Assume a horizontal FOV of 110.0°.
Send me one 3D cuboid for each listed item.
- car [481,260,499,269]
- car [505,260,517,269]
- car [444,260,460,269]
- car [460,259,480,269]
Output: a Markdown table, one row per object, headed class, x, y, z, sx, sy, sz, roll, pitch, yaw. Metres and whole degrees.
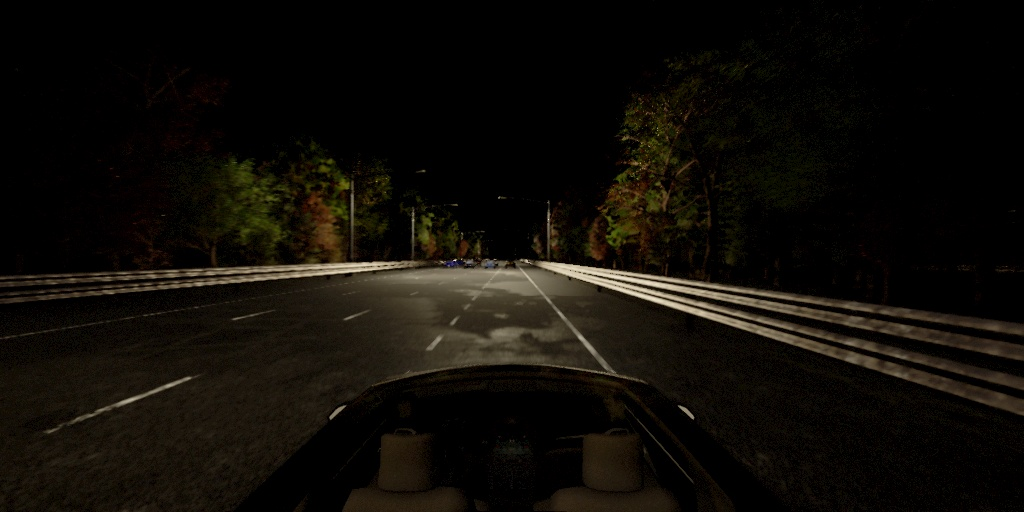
| class | x | y | z | sx | sy | sz | roll | pitch | yaw |
| --- | --- | --- | --- | --- | --- | --- | --- | --- | --- |
| car | -3.746 | 1.528 | 62.612 | 2.033 | 1.411 | 5.357 | 0 | 0 | 0 |
| car | -0.246 | 1.493 | 62.626 | 1.837 | 1.490 | 4.892 | 0 | 0 | 0 |
| car | -10.748 | 1.485 | 63.001 | 1.812 | 1.442 | 4.674 | 0 | 0 | 0 |
| car | -7.246 | 1.517 | 62.599 | 2.033 | 1.411 | 5.357 | 0 | 0 | 0 |
